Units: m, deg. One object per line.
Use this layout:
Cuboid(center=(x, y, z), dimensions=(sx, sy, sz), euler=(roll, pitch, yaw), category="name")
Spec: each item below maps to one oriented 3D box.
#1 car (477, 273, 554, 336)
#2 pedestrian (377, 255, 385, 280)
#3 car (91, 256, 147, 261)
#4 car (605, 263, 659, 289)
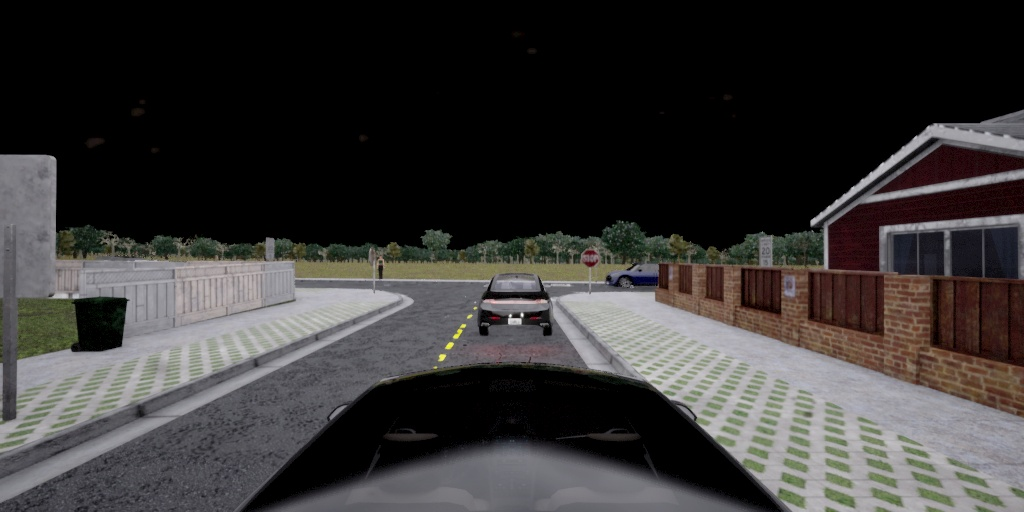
Cuboid(center=(0.135, 1.243, 10.390), dimensions=(2.128, 1.511, 4.902), euler=(0, 0, 2), category="car")
Cuboid(center=(-9.742, 0.819, 26.615), dimensions=(0.375, 1.860, 0.375), euler=(0, -1, 0), category="pedestrian")
Cuboid(center=(-26.392, 0.791, 23.581), dimensions=(4.553, 1.767, 2.097), euler=(1, 0, -1), category="car")
Cuboid(center=(8.600, 1.238, 23.842), dimensions=(4.553, 1.767, 2.097), euler=(1, 0, -1), category="car")
